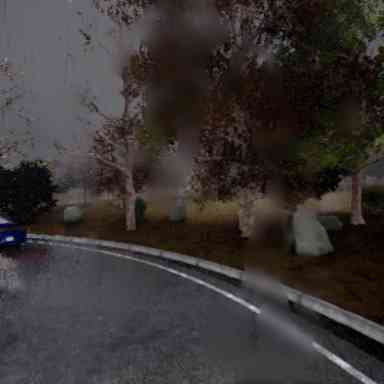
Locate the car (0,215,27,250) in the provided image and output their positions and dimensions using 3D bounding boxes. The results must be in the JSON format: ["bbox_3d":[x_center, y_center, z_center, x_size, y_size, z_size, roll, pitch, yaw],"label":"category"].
[{"bbox_3d":[-8.954,1.617,13.611,5.008,1.535,1.882,-1,0,29],"label":"car"}]
